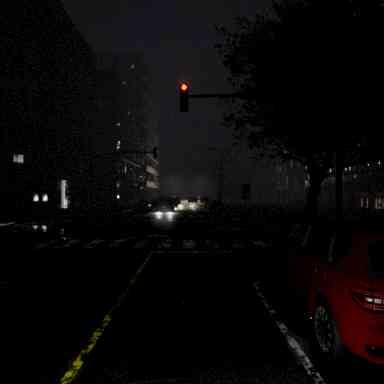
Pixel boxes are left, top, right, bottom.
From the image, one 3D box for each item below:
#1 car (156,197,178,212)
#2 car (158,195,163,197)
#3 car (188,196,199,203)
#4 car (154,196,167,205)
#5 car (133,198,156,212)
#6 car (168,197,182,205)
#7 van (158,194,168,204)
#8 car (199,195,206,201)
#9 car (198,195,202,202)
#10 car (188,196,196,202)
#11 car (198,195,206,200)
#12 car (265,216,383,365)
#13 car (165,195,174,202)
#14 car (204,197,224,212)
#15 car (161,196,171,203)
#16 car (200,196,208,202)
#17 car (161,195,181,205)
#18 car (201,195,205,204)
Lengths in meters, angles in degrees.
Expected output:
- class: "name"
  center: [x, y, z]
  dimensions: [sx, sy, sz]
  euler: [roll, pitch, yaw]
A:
- class: "car"
  center: [-3.074, 1.577, 39.227]
  dimensions: [1.994, 1.385, 4.181]
  euler: [0, 0, 0]
- class: "car"
  center: [-5.656, 1.573, 49.268]
  dimensions: [2.008, 1.369, 4.403]
  euler: [0, 0, 0]
- class: "car"
  center: [0.151, 1.612, 69.376]
  dimensions: [1.994, 1.385, 4.181]
  euler: [0, 0, 0]
- class: "car"
  center: [-5.648, 1.476, 60.333]
  dimensions: [1.967, 1.590, 4.097]
  euler: [0, 0, 0]
- class: "car"
  center: [-5.663, 1.563, 38.202]
  dimensions: [2.008, 1.369, 4.403]
  euler: [0, 0, 0]
- class: "car"
  center: [-3.029, 1.584, 60.336]
  dimensions: [2.033, 1.411, 5.357]
  euler: [0, 0, 1]
- class: "van"
  center: [-5.645, 1.384, 65.866]
  dimensions: [1.690, 1.788, 3.998]
  euler: [0, 0, 0]
- class: "car"
  center: [2.750, 1.621, 87.990]
  dimensions: [1.887, 1.381, 4.507]
  euler: [0, 0, 0]
- class: "car"
  center: [2.736, 1.625, 65.859]
  dimensions: [1.802, 1.307, 4.206]
  euler: [0, 0, 0]
- class: "car"
  center: [0.055, 1.657, 79.278]
  dimensions: [1.895, 1.301, 4.718]
  euler: [0, 0, 0]
- class: "car"
  center: [2.754, 1.638, 93.523]
  dimensions: [2.008, 1.369, 4.403]
  euler: [0, 0, 0]
- class: "car"
  center: [2.697, 1.315, 5.808]
  dimensions: [2.192, 1.841, 5.009]
  euler: [0, 0, 0]
- class: "car"
  center: [-5.634, 1.507, 82.464]
  dimensions: [1.967, 1.590, 4.097]
  euler: [0, 0, 0]
- class: "car"
  center: [2.717, 1.557, 38.196]
  dimensions: [1.887, 1.381, 4.507]
  euler: [0, 0, 0]
- class: "car"
  center: [-5.641, 1.632, 71.398]
  dimensions: [1.802, 1.307, 4.206]
  euler: [0, 0, 0]
- class: "car"
  center: [2.743, 1.584, 77.095]
  dimensions: [1.752, 1.417, 4.829]
  euler: [0, 0, 0]
- class: "car"
  center: [-3.059, 1.587, 49.173]
  dimensions: [1.994, 1.385, 4.181]
  euler: [0, 0, 1]
- class: "car"
  center: [2.724, 1.548, 49.432]
  dimensions: [1.752, 1.417, 4.829]
  euler: [0, 0, 0]
